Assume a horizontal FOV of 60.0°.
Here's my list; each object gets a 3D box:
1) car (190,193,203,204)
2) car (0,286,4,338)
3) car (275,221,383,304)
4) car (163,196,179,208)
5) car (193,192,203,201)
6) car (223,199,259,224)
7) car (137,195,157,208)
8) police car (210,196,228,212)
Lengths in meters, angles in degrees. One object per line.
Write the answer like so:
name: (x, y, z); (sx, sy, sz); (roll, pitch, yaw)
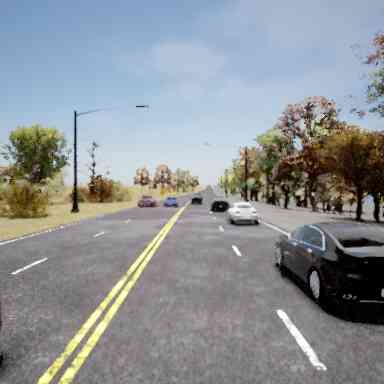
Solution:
car: (0.782, 1.261, 54.920); (1.837, 1.490, 4.892); (0, 0, 2)
car: (-3.341, 1.469, 2.174); (1.882, 1.535, 5.008); (0, 0, 0)
car: (3.379, 1.476, 8.062); (1.837, 1.490, 4.892); (0, 0, 0)
car: (-2.783, 1.333, 44.879); (1.812, 1.442, 4.674); (0, 0, 2)
car: (1.341, 0.897, 72.351); (2.097, 1.767, 4.553); (0, 0, 2)
car: (3.512, 1.437, 23.586); (1.812, 1.442, 4.674); (0, 0, 1)
car: (-6.027, 1.157, 45.094); (2.097, 1.767, 4.553); (0, 0, 2)
police car: (3.050, 1.273, 37.204); (1.930, 1.638, 5.238); (0, 0, 1)
